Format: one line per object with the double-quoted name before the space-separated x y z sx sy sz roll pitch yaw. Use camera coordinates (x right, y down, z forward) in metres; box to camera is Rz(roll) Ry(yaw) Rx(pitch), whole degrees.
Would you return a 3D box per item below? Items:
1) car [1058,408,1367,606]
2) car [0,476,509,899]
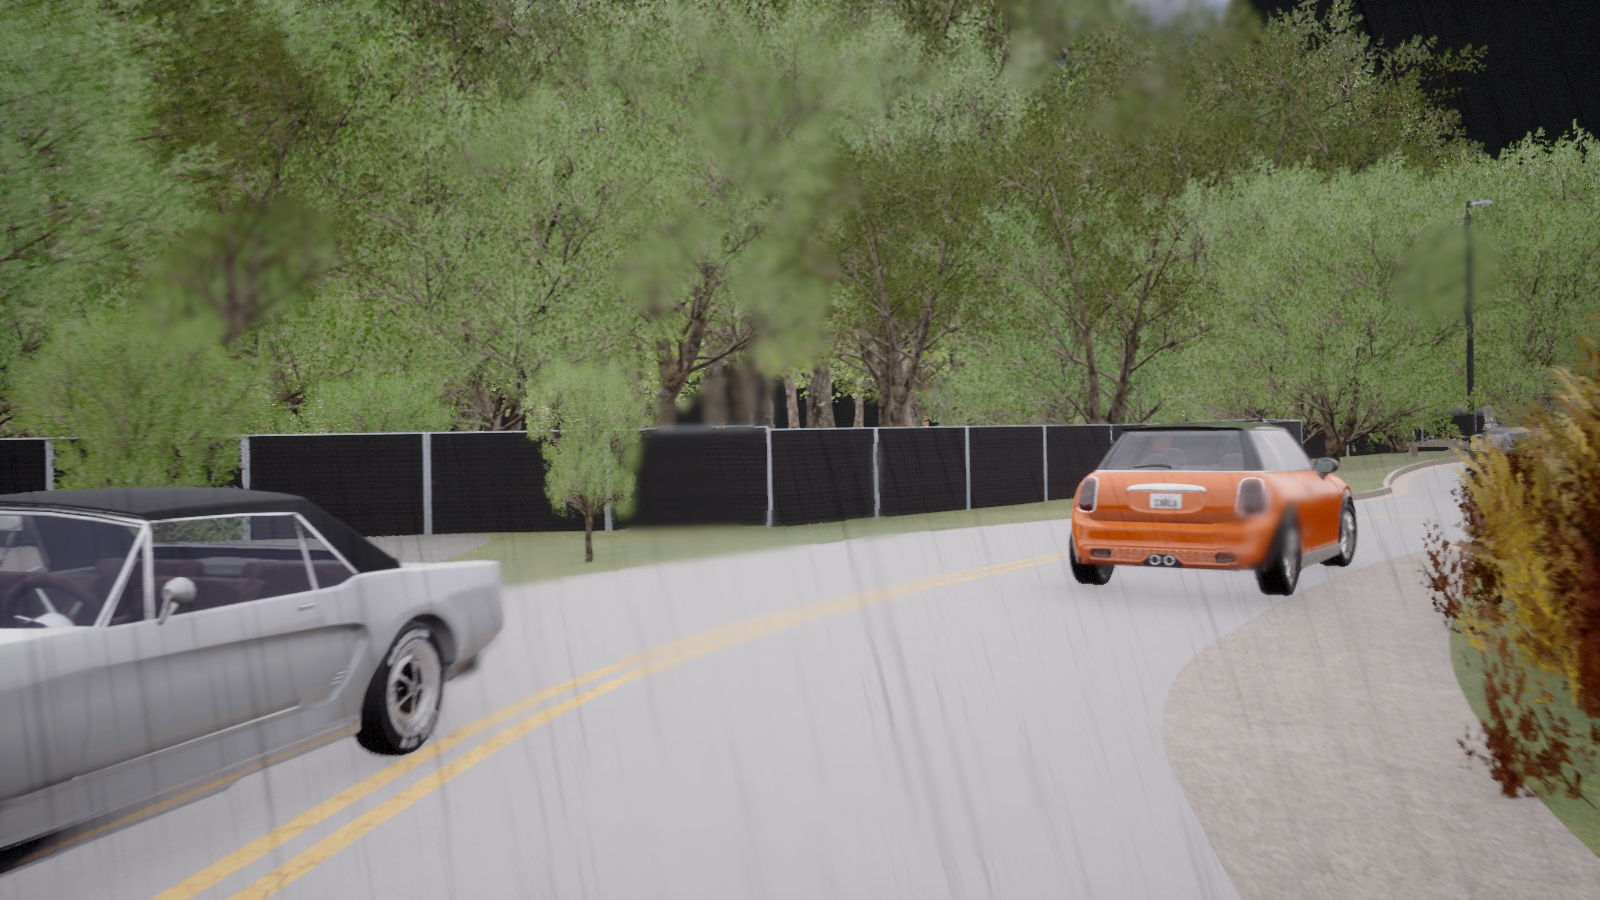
"car" 4.659 0.493 13.683 2.097 1.767 4.553 0 1 33
"car" -3.070 0.821 4.818 1.895 1.301 4.718 0 0 14
